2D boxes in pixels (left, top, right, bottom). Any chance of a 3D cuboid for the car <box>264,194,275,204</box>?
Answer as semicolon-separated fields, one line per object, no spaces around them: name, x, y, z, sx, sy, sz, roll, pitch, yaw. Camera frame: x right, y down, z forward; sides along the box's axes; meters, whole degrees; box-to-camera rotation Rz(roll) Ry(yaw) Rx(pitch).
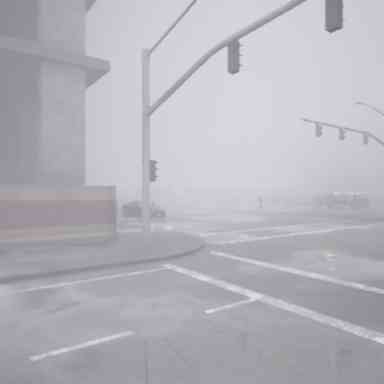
car;14.373;1.142;56.627;4.605;1.855;1.932;0;0;-35

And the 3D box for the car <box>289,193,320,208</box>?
car;17.636;1.384;52.103;3.806;1.475;1.970;0;0;-35

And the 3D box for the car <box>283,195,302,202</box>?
car;21.839;1.349;72.260;3.905;1.438;1.784;0;0;-35

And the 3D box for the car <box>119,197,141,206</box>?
car;-9.993;1.505;53.298;1.994;1.385;4.181;0;0;-35

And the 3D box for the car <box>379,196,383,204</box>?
car;33.295;1.379;56.119;3.806;1.475;1.970;0;0;-35

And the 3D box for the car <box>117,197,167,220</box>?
car;-3.856;1.420;26.498;1.882;1.535;5.008;0;0;-36

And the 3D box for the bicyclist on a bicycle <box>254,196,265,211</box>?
bicyclist on a bicycle;7.255;1.241;35.856;1.656;1.620;0.582;0;0;-36

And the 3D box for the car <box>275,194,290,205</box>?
car;15.964;1.353;54.466;3.905;1.438;1.784;0;0;-35

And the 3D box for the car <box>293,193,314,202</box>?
car;23.460;1.138;69.859;4.605;1.855;1.932;0;0;-35

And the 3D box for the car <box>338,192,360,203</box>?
car;37.748;1.135;79.998;3.866;1.878;1.905;0;0;-35
